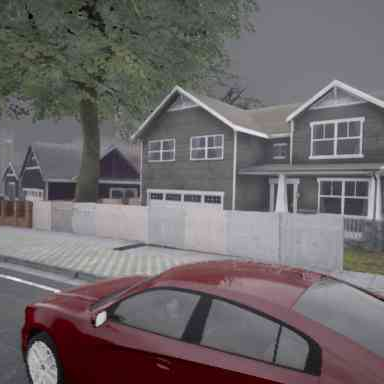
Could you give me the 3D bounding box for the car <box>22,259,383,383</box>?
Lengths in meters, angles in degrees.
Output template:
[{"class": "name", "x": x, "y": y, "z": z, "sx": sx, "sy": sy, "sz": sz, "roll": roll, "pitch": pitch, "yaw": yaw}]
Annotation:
[{"class": "car", "x": 0.234, "y": 1.476, "z": 3.439, "sx": 5.008, "sy": 1.535, "sz": 1.882, "roll": 0, "pitch": 0, "yaw": 34}]
